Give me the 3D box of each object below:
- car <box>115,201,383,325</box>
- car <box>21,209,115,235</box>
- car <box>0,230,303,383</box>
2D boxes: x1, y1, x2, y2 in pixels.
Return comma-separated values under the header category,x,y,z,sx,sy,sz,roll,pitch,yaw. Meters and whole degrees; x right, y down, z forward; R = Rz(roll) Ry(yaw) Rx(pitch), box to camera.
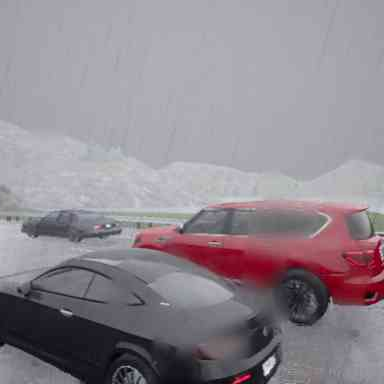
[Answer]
category,x,y,z,sx,sy,sz,roll,pitch,yaw
car,1.107,1.219,7.322,5.566,2.045,2.150,0,0,34
car,-5.819,1.540,15.880,5.357,1.411,2.033,0,0,31
car,-1.136,1.524,4.587,4.674,1.442,1.812,0,0,34
